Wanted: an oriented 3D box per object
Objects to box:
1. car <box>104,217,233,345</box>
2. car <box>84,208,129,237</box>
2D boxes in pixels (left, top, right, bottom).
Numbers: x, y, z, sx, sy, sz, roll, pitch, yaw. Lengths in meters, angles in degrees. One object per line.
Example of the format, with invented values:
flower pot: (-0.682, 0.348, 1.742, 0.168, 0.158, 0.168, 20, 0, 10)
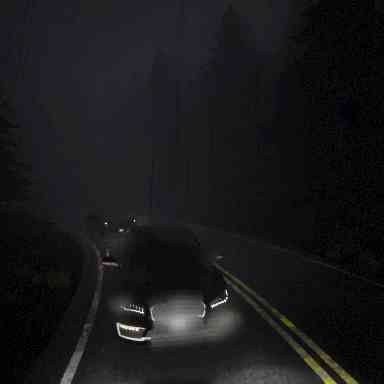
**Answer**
car: (-0.640, 1.494, 6.775, 1.837, 1.490, 4.892, -1, 0, -11)
car: (-4.616, 1.609, 18.511, 1.895, 1.301, 4.718, -3, 1, -29)
